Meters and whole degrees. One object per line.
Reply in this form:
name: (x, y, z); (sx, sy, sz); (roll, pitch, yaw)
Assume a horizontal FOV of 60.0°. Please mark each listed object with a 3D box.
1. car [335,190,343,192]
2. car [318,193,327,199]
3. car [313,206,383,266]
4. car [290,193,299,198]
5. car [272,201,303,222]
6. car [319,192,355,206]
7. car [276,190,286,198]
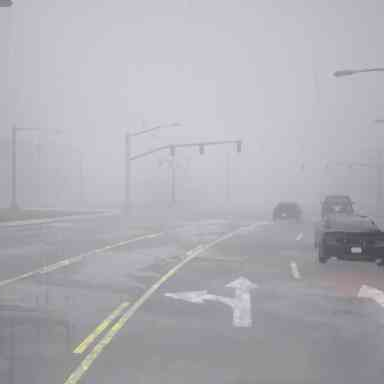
car: (34.721, 0.608, 78.595); (2.150, 2.045, 5.566); (0, 1, 23)
car: (31.509, 0.978, 79.986); (1.895, 1.301, 4.718); (0, 1, 23)
car: (5.394, 1.483, 11.732); (1.882, 1.535, 5.008); (0, 0, 18)
car: (27.051, 0.840, 87.329); (2.033, 1.411, 5.357); (0, 1, 23)
car: (7.606, 1.481, 26.198); (1.882, 1.535, 5.008); (0, 0, 23)
car: (10.834, 1.254, 24.843); (2.150, 2.045, 5.566); (0, 0, 23)
car: (23.822, 0.526, 88.681); (2.150, 2.045, 5.566); (0, 1, 23)
